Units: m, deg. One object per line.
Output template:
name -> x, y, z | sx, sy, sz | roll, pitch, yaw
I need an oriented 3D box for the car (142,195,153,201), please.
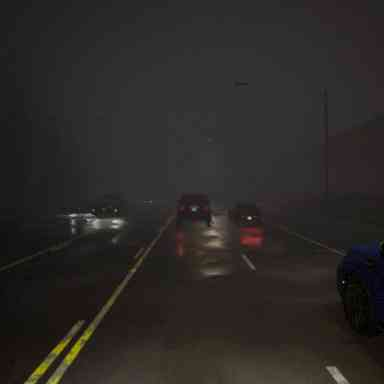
car -> -9.537, 1.251, 70.721 | 1.994, 1.385, 4.181 | 0, -1, -13

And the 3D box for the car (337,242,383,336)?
car -> 3.602, 1.200, 3.456 | 2.150, 2.045, 5.566 | 0, 0, 0

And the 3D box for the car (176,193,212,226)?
car -> 0.106, 1.089, 22.164 | 2.150, 2.045, 5.566 | 0, 1, 0

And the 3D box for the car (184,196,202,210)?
car -> 0.108, 1.244, 40.732 | 2.128, 1.511, 4.902 | 0, 0, 0

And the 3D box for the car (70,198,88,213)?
car -> -10.585, 1.322, 33.526 | 1.812, 1.442, 4.674 | 0, 0, 0

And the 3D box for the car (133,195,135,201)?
car -> -13.987, 1.144, 74.091 | 2.097, 1.767, 4.553 | 0, -1, -15

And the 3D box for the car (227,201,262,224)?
car -> 3.605, 1.363, 23.241 | 1.837, 1.490, 4.892 | 0, 0, 0

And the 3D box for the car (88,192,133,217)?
car -> -7.093, 1.041, 29.556 | 2.150, 2.045, 5.566 | 0, 0, 0
